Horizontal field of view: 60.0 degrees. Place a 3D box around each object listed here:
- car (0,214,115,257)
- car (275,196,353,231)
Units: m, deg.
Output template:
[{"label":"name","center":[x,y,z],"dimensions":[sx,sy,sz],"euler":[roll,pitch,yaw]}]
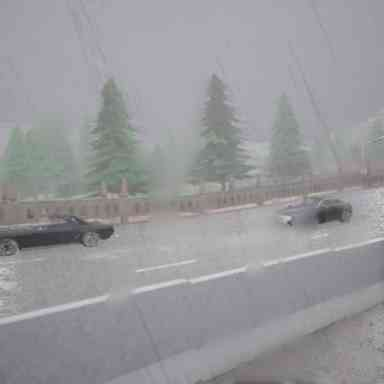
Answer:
[{"label":"car","center":[-5.564,1.568,12.921],"dimensions":[4.718,1.301,1.895],"euler":[-1,1,-36]},{"label":"car","center":[6.313,0.989,17.093],"dimensions":[4.902,1.511,2.128],"euler":[-4,3,-35]}]
